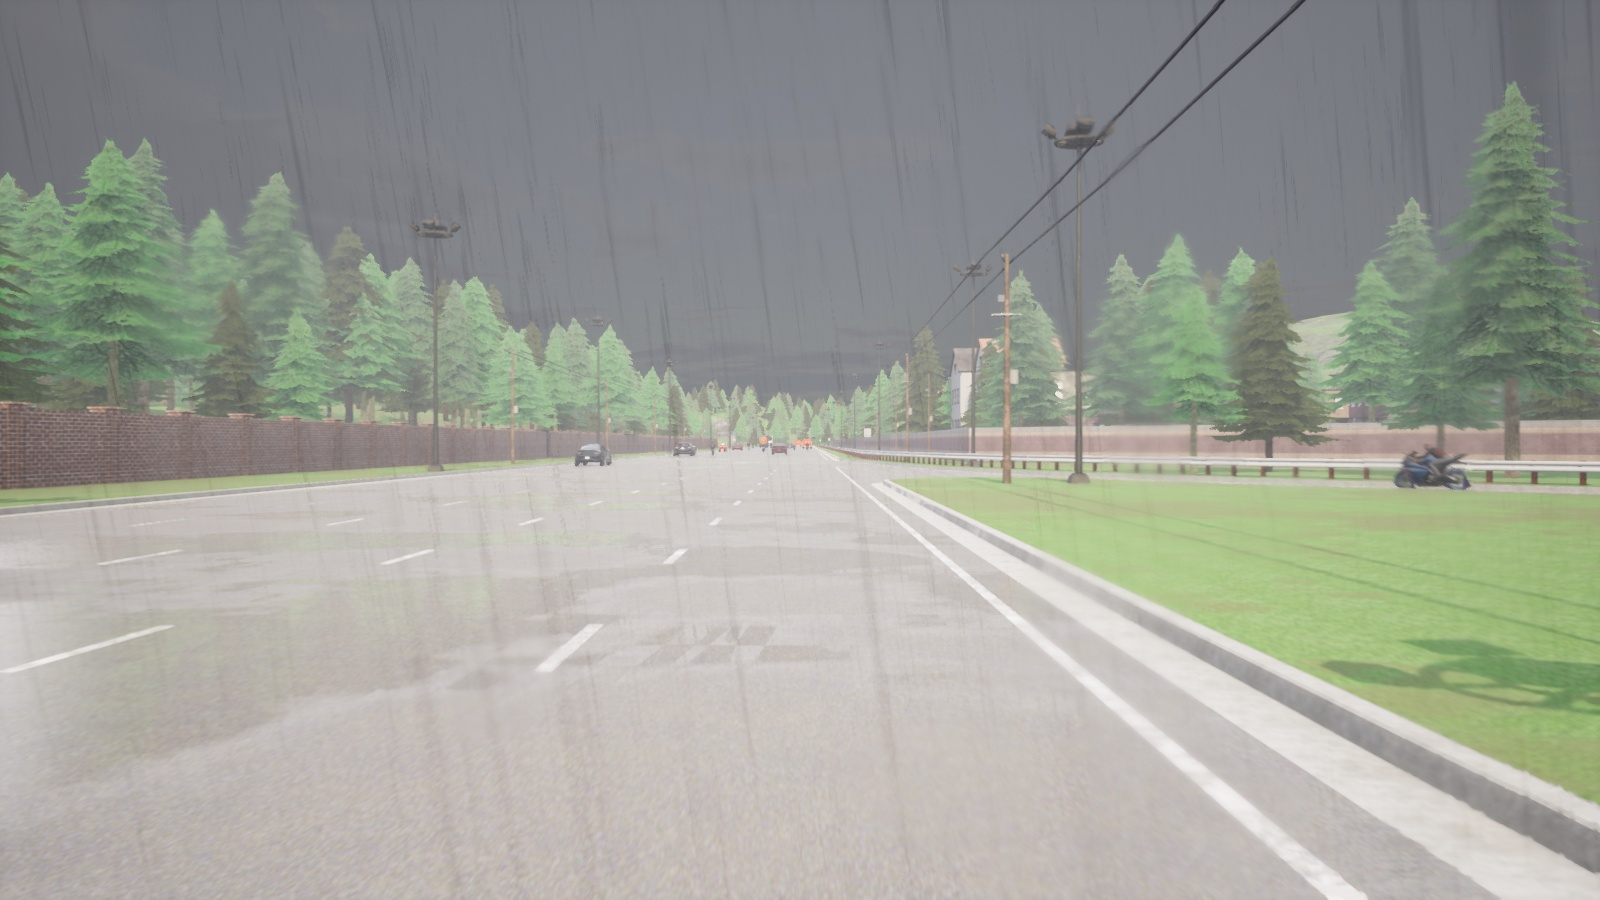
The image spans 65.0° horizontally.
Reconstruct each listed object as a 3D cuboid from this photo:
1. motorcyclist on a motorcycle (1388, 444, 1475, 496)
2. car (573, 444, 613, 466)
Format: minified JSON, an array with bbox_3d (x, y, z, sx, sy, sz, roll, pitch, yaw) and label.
[{"bbox_3d":[19.146,0.582,38.136,0.866,1.530,2.191,0,0,-38],"label":"motorcyclist on a motorcycle"},{"bbox_3d":[-13.516,0.298,82.170,1.812,1.442,4.674,0,0,0],"label":"car"}]
